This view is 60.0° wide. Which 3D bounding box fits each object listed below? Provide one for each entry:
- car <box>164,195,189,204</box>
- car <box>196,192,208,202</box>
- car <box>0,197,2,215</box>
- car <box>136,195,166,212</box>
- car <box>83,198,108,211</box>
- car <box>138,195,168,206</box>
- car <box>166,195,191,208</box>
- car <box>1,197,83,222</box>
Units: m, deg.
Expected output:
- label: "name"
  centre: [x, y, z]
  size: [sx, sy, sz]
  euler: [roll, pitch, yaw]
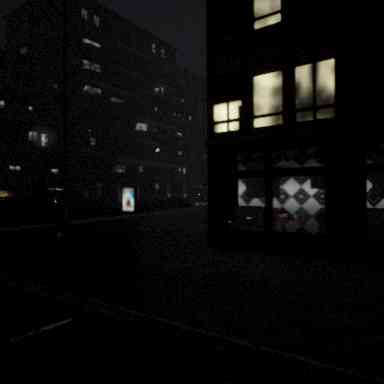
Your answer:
- label: "car"
  centre: [-2.447, 1.125, 53.265]
  size: [1.802, 1.307, 4.206]
  euler: [1, 1, 35]
- label: "car"
  centre: [2.609, 0.775, 55.857]
  size: [2.097, 1.767, 4.553]
  euler: [-1, 1, 35]
- label: "car"
  centre: [-18.349, 1.376, 30.542]
  size: [2.192, 1.841, 5.009]
  euler: [1, 1, 35]
- label: "car"
  centre: [-5.087, 1.343, 34.880]
  size: [1.947, 1.339, 4.313]
  euler: [1, 1, 35]
- label: "car"
  centre: [-11.987, 1.437, 39.635]
  size: [1.802, 1.307, 4.206]
  euler: [1, 1, 35]
- label: "car"
  centre: [-5.627, 1.198, 48.721]
  size: [2.008, 1.369, 4.403]
  euler: [1, 1, 35]
- label: "car"
  centre: [-1.906, 1.239, 39.425]
  size: [1.947, 1.339, 4.313]
  euler: [1, 1, 35]
- label: "car"
  centre: [-11.450, 1.297, 25.786]
  size: [2.192, 1.841, 5.009]
  euler: [1, 1, 35]
